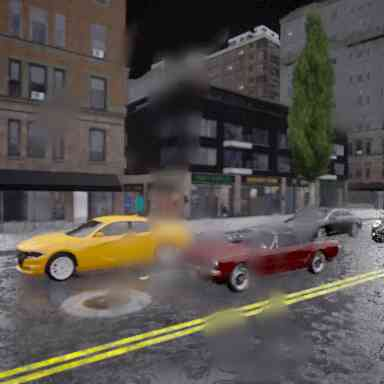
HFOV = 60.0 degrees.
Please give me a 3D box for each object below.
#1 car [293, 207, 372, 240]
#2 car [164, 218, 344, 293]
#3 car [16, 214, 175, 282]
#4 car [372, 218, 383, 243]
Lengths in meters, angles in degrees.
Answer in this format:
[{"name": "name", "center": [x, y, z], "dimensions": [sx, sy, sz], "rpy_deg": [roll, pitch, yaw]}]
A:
[{"name": "car", "center": [6.411, 1.509, 16.263], "dimensions": [4.902, 1.511, 2.128], "rpy_deg": [0, 0, -36]}, {"name": "car", "center": [1.835, 1.603, 8.979], "dimensions": [4.718, 1.301, 1.895], "rpy_deg": [0, 0, -35]}, {"name": "car", "center": [-2.429, 1.466, 9.939], "dimensions": [5.008, 1.535, 1.882], "rpy_deg": [0, 0, -35]}, {"name": "car", "center": [9.962, 1.383, 14.829], "dimensions": [4.553, 1.767, 2.097], "rpy_deg": [0, 0, -36]}]
